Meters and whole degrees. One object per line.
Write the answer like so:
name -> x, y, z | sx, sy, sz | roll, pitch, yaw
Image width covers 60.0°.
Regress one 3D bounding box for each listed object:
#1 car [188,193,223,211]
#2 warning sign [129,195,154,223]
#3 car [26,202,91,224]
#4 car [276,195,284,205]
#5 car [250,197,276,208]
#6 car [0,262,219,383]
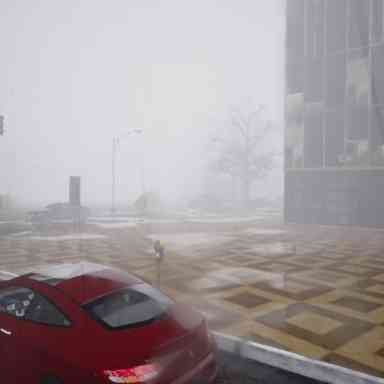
car -> 1.735, 1.137, 40.820 | 2.150, 2.045, 5.566 | 1, 1, 35
warning sign -> -3.488, 1.141, 22.950 | 1.300, 1.860, 1.060 | 1, 1, 34
car -> -9.623, 1.475, 24.312 | 1.812, 1.442, 4.674 | 1, 1, 36
car -> 15.268, 1.275, 55.066 | 2.097, 1.767, 4.553 | 1, 1, 34
car -> 9.709, 1.468, 46.892 | 1.812, 1.442, 4.674 | 1, 1, 35
car -> -1.660, 1.581, 4.209 | 4.206, 1.307, 1.802 | 0, 1, 36
